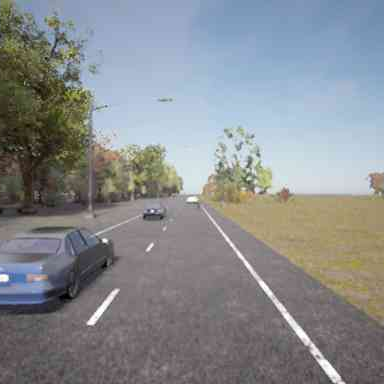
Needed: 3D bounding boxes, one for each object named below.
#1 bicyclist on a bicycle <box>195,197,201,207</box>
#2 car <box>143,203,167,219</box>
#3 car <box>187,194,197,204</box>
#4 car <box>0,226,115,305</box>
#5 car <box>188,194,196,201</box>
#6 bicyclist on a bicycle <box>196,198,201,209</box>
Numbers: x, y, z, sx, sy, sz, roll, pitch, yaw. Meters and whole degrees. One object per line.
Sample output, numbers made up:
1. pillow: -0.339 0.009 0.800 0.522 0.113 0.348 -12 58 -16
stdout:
1. bicyclist on a bicycle: 0.943 1.686 54.196 0.866 1.612 1.509 0 -1 0
2. car: -3.415 1.690 31.053 2.033 1.411 5.357 0 0 0
3. car: -0.027 1.574 75.549 2.150 2.045 5.566 0 0 0
4. car: -3.404 1.587 8.414 2.033 1.411 5.357 0 0 0
5. car: -0.034 1.454 89.529 2.150 2.045 5.566 0 0 0
6. bicyclist on a bicycle: 0.946 1.656 44.259 0.582 1.620 1.656 0 -1 0
